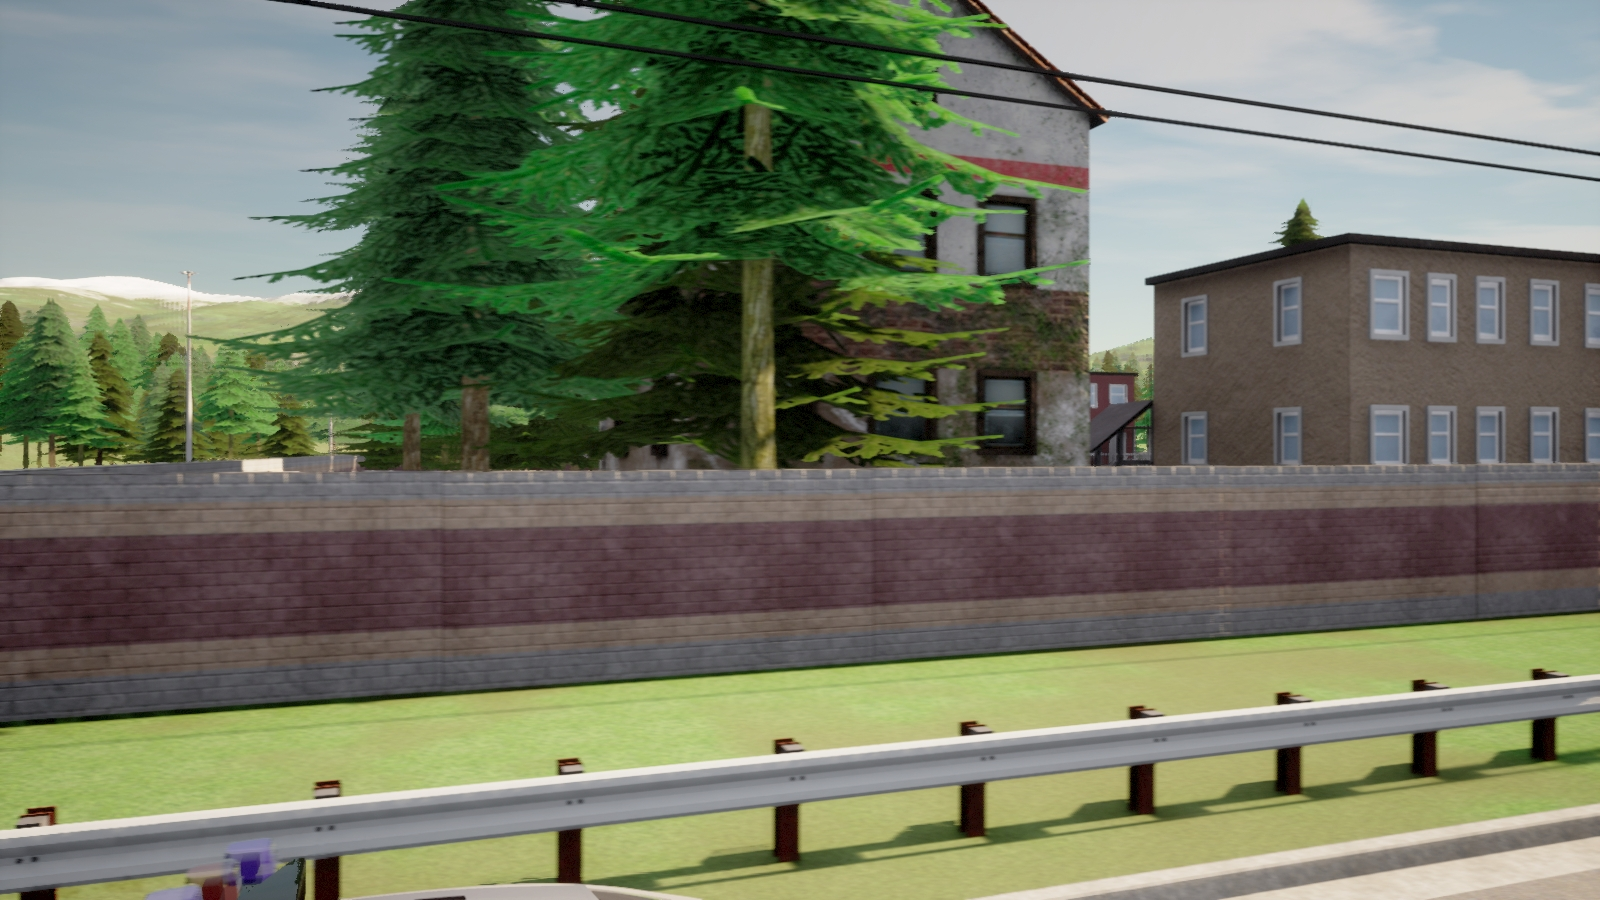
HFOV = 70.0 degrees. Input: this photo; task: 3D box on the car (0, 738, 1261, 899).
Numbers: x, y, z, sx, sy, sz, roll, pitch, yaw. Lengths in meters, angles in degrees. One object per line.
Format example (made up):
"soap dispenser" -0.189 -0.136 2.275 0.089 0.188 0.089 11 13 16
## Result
"car" -1.513 1.982 2.749 5.238 1.638 2.097 0 0 -20
